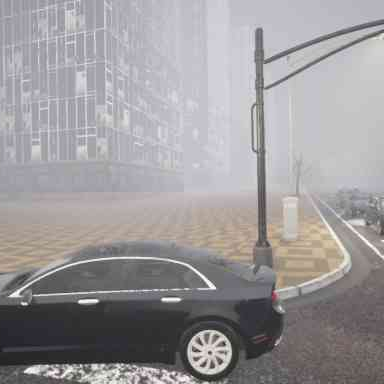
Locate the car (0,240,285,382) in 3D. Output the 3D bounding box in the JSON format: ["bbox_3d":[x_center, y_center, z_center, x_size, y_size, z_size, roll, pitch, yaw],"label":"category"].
[{"bbox_3d":[-1.188,1.505,4.804,4.892,1.490,1.837,0,0,-1],"label":"car"}]

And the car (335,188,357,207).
[{"bbox_3d":[12.764,0.453,26.914,2.128,1.511,4.902,-1,2,18],"label":"car"}]

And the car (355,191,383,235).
[{"bbox_3d":[8.823,0.928,14.523,2.128,1.511,4.902,-1,2,18],"label":"car"}]

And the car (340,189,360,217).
[{"bbox_3d":[10.820,0.759,20.834,1.994,1.385,4.181,-1,2,17],"label":"car"}]
